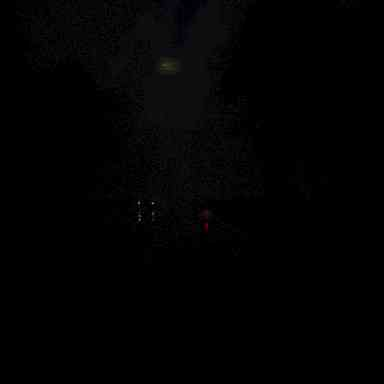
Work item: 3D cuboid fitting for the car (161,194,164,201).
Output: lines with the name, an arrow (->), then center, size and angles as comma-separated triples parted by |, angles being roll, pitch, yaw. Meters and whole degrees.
car -> -5.766, 1.150, 73.477 | 2.033, 1.411, 5.357 | 0, 1, -9

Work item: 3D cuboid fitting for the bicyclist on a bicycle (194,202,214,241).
bicyclist on a bicycle -> 0.660, 1.408, 15.542 | 0.866, 1.612, 1.509 | 0, 0, -2

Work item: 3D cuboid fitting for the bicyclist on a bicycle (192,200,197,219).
bicyclist on a bicycle -> 0.283, 1.398, 24.053 | 0.582, 1.620, 1.656 | 0, 0, -3

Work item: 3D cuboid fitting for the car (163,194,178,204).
car -> -3.300, 1.326, 55.985 | 2.033, 1.411, 5.357 | 0, 0, -7

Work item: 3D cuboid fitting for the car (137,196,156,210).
car -> -5.398, 1.230, 40.080 | 2.097, 1.767, 4.553 | 0, 0, -5
